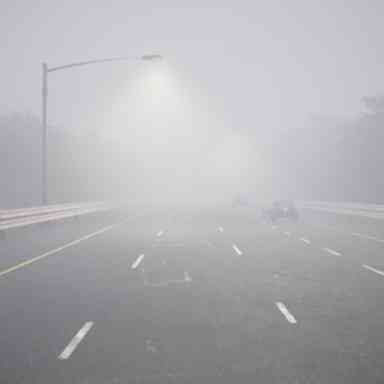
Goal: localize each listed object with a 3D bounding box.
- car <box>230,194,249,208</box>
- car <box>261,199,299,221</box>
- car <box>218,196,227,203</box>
[{"bbox_3d":[7.099,1.347,49.978,2.150,2.045,5.566,0,0,0],"label":"car"},{"bbox_3d":[7.022,1.363,27.023,2.097,1.767,4.553,0,0,0],"label":"car"},{"bbox_3d":[7.282,1.937,79.287,1.882,1.535,5.008,0,-1,0],"label":"car"}]
